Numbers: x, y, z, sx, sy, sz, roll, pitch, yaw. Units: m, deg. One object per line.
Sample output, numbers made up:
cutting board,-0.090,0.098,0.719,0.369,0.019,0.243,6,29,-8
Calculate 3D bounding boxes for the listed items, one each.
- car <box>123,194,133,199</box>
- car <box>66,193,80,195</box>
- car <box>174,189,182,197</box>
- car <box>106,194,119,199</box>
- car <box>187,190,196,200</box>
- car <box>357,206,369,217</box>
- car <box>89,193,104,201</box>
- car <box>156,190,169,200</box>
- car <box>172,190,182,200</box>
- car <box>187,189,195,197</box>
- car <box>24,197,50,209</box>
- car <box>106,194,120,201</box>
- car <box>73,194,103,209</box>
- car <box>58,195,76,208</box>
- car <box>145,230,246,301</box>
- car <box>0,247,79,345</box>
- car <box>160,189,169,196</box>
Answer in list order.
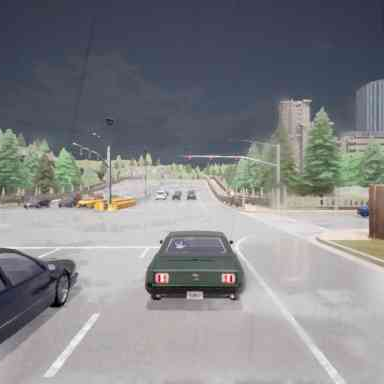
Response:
car,-14.082,1.230,73.419,1.812,1.442,4.674,0,2,0
car,-21.078,1.222,58.216,2.150,2.045,5.566,0,0,-1
car,-3.659,0.207,87.435,2.128,1.511,4.902,0,7,0
car,-14.085,1.493,58.433,2.128,1.511,4.902,0,0,0
car,-0.104,0.855,77.387,2.097,1.767,4.553,0,4,0
car,16.999,1.478,28.842,5.008,1.535,1.882,0,0,0
car,-21.084,1.164,73.725,1.882,1.535,5.008,0,2,0
car,-7.102,0.730,77.233,2.150,2.045,5.566,0,4,0
car,-3.603,1.019,77.135,1.837,1.490,4.892,0,4,0
car,-0.159,0.222,87.456,2.033,1.411,5.357,0,7,0
car,-21.096,1.491,45.371,2.128,1.511,4.902,0,0,0
car,-17.588,1.213,74.349,1.994,1.385,4.181,0,2,0
car,-14.070,1.478,45.355,1.882,1.535,5.008,0,0,-1
car,-17.596,1.505,47.820,1.837,1.490,4.892,0,0,0
car,0.108,1.601,8.304,1.895,1.301,4.718,0,0,1
car,-3.431,1.547,4.894,2.033,1.411,5.357,0,0,0
car,-7.161,0.229,87.868,1.895,1.301,4.718,0,7,0
